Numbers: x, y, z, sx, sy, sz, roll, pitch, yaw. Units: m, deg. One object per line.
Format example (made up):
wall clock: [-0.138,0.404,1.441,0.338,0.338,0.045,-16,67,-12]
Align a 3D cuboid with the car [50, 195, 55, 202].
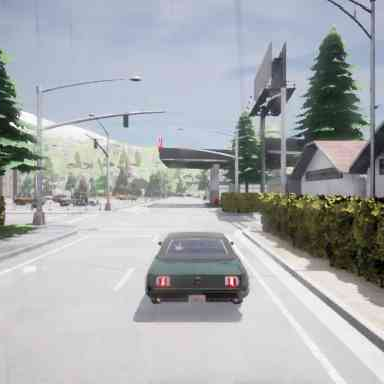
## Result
car: [-23.992,1.298,62.979,4.514,1.523,2.007,0,0,0]

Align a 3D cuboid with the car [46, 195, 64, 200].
car: [-35.060,1.384,84.905,3.806,1.475,1.970,0,0,0]

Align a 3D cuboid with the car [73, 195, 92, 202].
car: [-24.004,1.319,72.971,3.633,1.501,1.845,0,0,0]

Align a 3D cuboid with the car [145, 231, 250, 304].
car: [0.099,1.601,8.088,1.895,1.301,4.718,0,0,0]

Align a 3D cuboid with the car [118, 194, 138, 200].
car: [-16.394,1.330,84.859,5.027,1.636,2.152,0,0,0]

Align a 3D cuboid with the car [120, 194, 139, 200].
car: [-16.463,1.339,87.995,4.514,1.523,2.007,0,0,0]

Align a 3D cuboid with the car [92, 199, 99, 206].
car: [-16.158,1.361,50.602,3.806,1.475,1.970,0,0,0]

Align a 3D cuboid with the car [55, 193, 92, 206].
car: [-16.751,1.077,47.274,3.866,1.878,1.905,0,0,0]

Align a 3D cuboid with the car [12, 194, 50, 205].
car: [-24.637,1.097,50.518,4.605,1.855,1.932,0,0,0]
